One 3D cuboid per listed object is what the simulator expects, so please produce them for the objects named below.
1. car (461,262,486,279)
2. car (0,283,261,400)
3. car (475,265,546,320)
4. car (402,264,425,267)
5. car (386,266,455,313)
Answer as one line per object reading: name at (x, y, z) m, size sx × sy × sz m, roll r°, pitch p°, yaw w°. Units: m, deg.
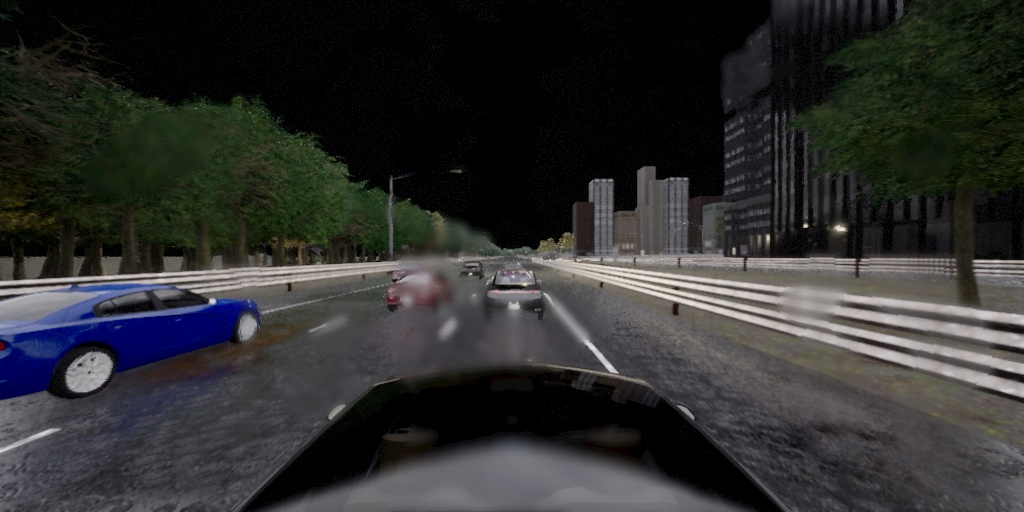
car at (-3.396, 1.242, 32.075) m, size 1.837 × 1.490 × 4.892 m, roll 0°, pitch 0°, yaw 0°
car at (-6.901, 1.226, 6.495) m, size 1.882 × 1.535 × 5.008 m, roll 0°, pitch 0°, yaw 0°
car at (0.102, 1.237, 12.524) m, size 2.128 × 1.511 × 4.902 m, roll 0°, pitch 0°, yaw 0°
car at (-6.895, 1.288, 25.484) m, size 2.033 × 1.411 × 5.357 m, roll 0°, pitch 0°, yaw 0°
car at (-3.399, 1.270, 13.946) m, size 1.812 × 1.442 × 4.674 m, roll 0°, pitch 0°, yaw 0°
